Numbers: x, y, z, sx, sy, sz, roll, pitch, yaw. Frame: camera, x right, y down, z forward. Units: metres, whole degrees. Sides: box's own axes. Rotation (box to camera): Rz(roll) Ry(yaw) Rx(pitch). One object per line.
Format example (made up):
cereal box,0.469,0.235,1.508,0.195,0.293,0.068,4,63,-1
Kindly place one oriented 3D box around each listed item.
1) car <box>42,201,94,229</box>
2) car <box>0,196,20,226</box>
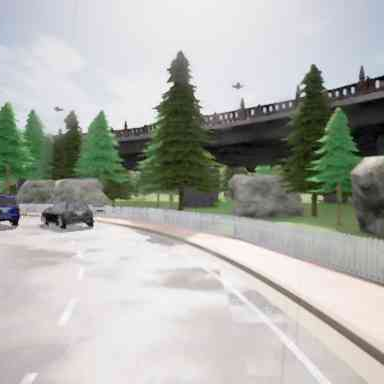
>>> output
car,-8.412,1.399,22.377,2.097,1.767,4.553,0,0,-41
car,-13.687,1.295,22.787,5.566,2.045,2.150,0,0,44
